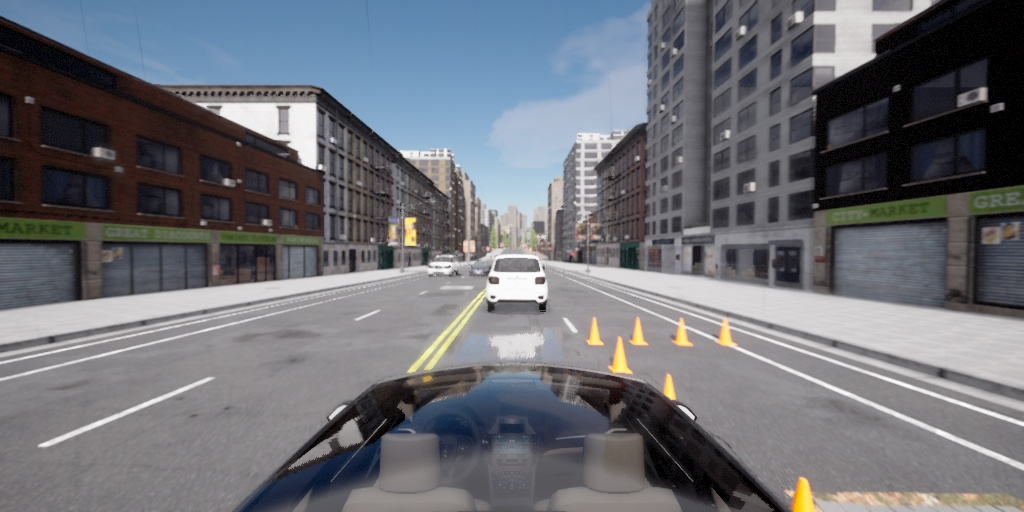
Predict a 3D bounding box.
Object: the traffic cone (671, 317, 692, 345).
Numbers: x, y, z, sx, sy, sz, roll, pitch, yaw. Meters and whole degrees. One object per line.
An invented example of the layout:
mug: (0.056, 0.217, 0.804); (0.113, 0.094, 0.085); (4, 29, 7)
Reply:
traffic cone: (3.904, 1.714, 8.268); (0.340, 0.580, 0.340); (0, 0, 0)

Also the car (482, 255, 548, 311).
car: (0.190, 0.966, 14.512); (2.150, 2.045, 5.566); (0, 0, 1)

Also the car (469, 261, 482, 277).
car: (-3.088, 1.265, 35.139); (1.812, 1.442, 4.674); (0, 0, 0)

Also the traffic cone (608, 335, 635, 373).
traffic cone: (1.887, 1.708, 6.285); (0.340, 0.580, 0.340); (0, 0, 0)

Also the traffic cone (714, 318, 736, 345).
traffic cone: (4.903, 1.718, 8.260); (0.340, 0.580, 0.340); (0, 0, 0)

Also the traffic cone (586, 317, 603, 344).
traffic cone: (1.904, 1.707, 8.285); (0.340, 0.580, 0.340); (0, 0, 0)

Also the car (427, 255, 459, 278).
car: (-6.347, 0.948, 33.821); (2.150, 2.045, 5.566); (0, 0, 0)

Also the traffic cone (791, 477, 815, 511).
traffic cone: (1.854, 1.712, 2.285); (0.340, 0.580, 0.340); (0, 0, 0)

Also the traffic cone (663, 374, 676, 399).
traffic cone: (1.871, 1.710, 4.285); (0.340, 0.580, 0.340); (0, 0, 0)

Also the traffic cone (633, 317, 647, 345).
traffic cone: (2.904, 1.711, 8.277); (0.340, 0.580, 0.340); (0, 0, 0)
